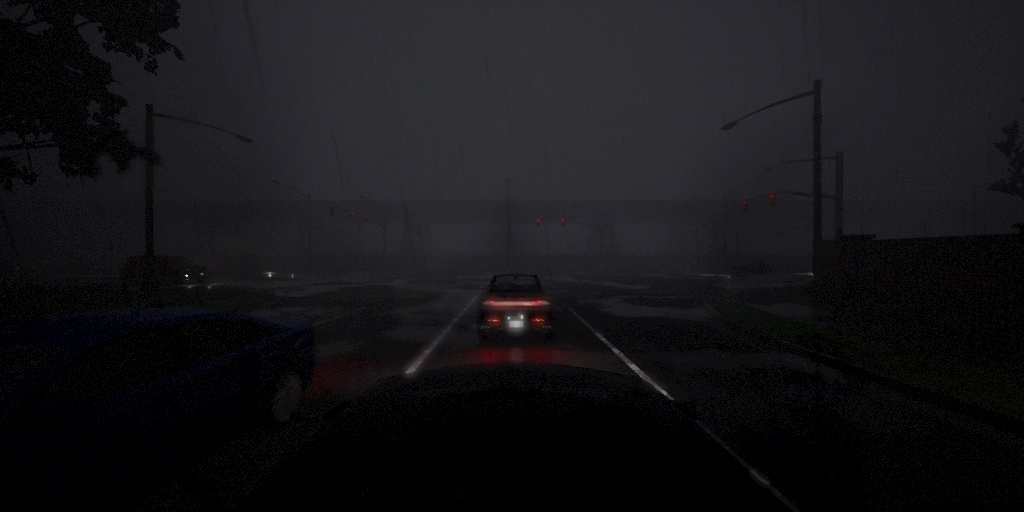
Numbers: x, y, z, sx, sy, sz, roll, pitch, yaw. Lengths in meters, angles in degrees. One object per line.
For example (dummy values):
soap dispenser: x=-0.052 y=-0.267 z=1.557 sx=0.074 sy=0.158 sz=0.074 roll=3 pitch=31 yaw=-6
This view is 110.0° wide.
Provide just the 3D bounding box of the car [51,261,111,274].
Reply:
car: x=-49.659 y=1.297 z=41.373 sx=5.357 sy=1.411 sz=2.033 roll=0 pitch=0 yaw=2

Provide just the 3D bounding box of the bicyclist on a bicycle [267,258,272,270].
bicyclist on a bicycle: x=-31.596 y=1.050 z=46.730 sx=0.582 sy=1.620 sz=1.656 roll=0 pitch=0 yaw=-33

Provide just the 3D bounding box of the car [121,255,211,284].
car: x=-25.625 y=0.971 z=26.644 sx=5.566 sy=2.045 sz=2.150 roll=0 pitch=0 yaw=4

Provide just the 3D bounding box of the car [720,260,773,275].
car: x=23.503 y=1.140 z=36.003 sx=4.674 sy=1.442 sz=1.812 roll=-1 pitch=0 yaw=2

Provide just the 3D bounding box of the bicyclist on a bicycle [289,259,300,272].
bicyclist on a bicycle: x=-27.044 y=1.203 z=44.640 sx=0.582 sy=1.620 sz=1.656 roll=0 pitch=0 yaw=14

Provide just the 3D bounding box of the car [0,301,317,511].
car: x=-3.572 y=1.227 z=2.773 sx=1.882 sy=1.535 sz=5.008 roll=0 pitch=0 yaw=0

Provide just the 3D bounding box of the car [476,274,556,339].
car: x=0.096 y=1.242 z=10.074 sx=2.128 sy=1.511 sz=4.902 roll=0 pitch=0 yaw=0

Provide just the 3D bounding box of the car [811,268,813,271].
car: x=33.178 y=1.047 z=35.737 sx=5.357 sy=1.411 sz=2.033 roll=-1 pitch=0 yaw=2
